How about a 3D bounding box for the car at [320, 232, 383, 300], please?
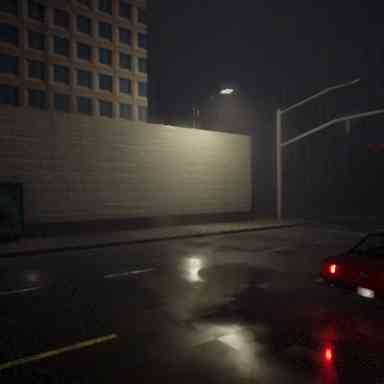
[{"bbox_3d":[5.000,1.531,7.333,4.718,1.301,1.895,-1,0,-35],"label":"car"}]
